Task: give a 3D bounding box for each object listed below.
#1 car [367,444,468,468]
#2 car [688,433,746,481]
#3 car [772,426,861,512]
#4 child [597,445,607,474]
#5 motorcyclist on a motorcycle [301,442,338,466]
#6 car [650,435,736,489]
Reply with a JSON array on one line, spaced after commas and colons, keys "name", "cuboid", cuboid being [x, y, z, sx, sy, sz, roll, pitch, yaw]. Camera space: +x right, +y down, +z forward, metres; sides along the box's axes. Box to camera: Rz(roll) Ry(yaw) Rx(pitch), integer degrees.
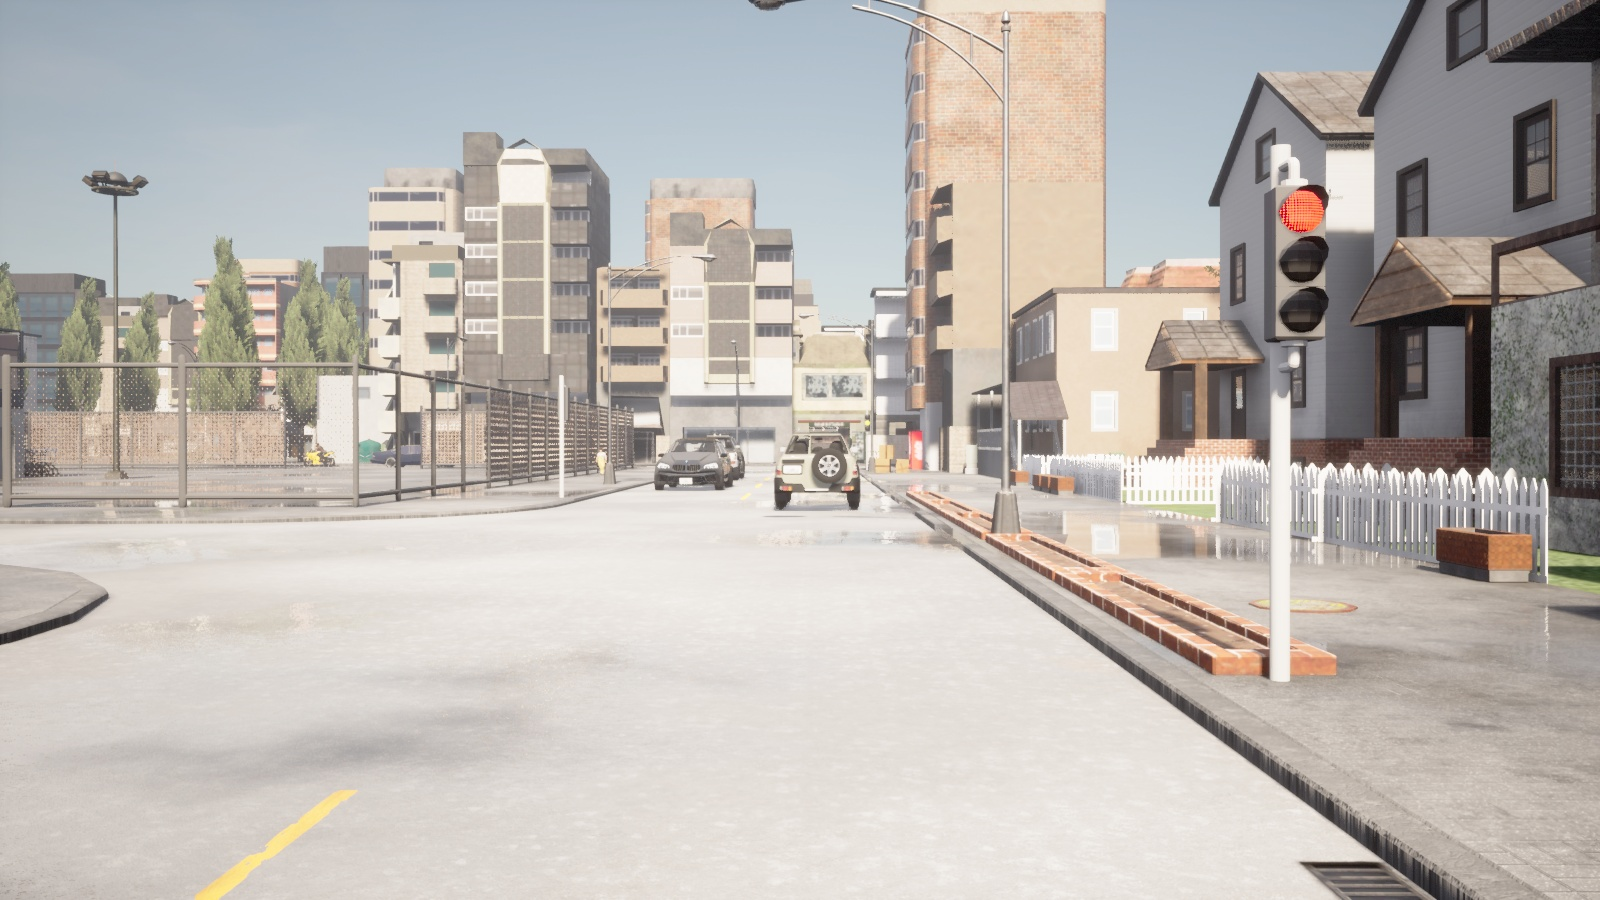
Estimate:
[{"name": "car", "cuboid": [-22.766, 0.353, 74.878, 5.357, 1.411, 2.033, 0, 0, 1]}, {"name": "car", "cuboid": [-3.313, 0.273, 50.980, 1.932, 1.855, 4.605, 0, 0, 2]}, {"name": "car", "cuboid": [0.426, 0.396, 29.586, 1.932, 1.855, 4.605, 0, 0, 1]}, {"name": "child", "cuboid": [-8.570, 0.422, 54.356, 0.270, 1.263, 0.437, 0, 0, 11]}, {"name": "motorcyclist on a motorcycle", "cuboid": [-30.227, 0.258, 78.965, 2.044, 1.523, 0.797, 0, 0, 1]}, {"name": "car", "cuboid": [-3.419, 0.357, 41.005, 2.242, 1.667, 4.611, 0, 0, 2]}]
